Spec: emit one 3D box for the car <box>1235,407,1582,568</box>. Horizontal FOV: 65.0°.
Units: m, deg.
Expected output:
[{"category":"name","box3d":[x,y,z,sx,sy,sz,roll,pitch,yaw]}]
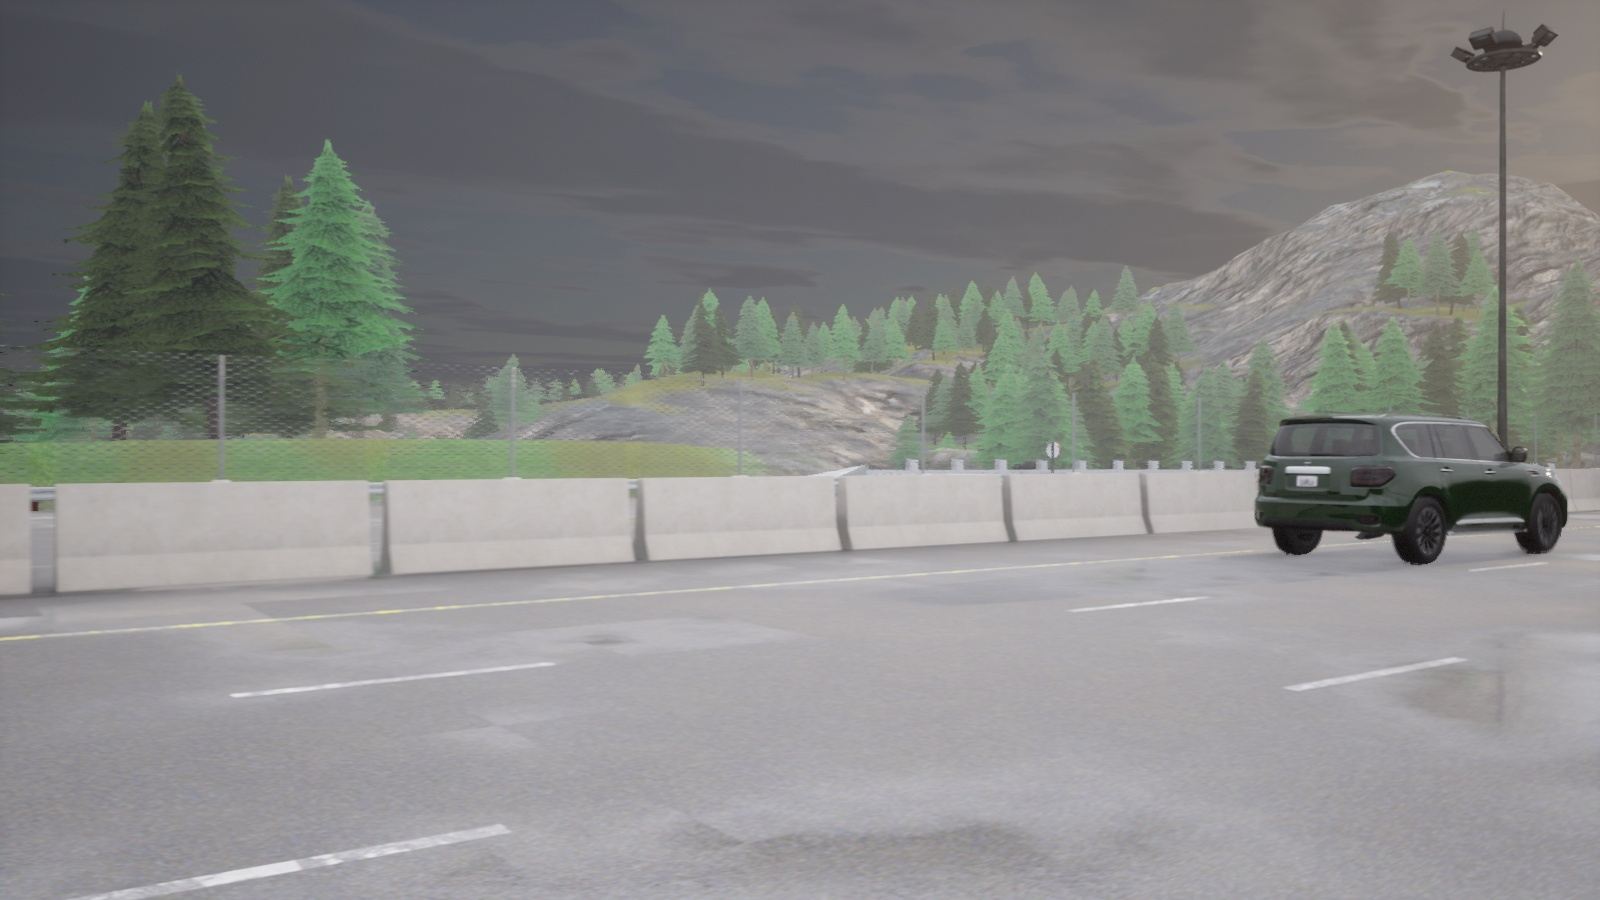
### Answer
[{"category":"car","box3d":[9.055,0.479,18.492,5.566,2.045,2.150,0,0,-35]}]
